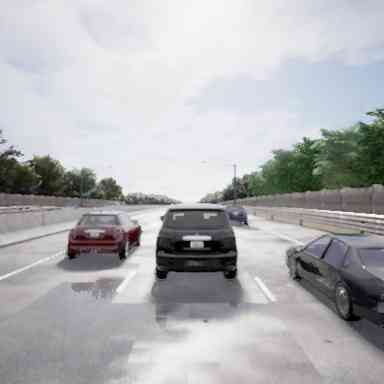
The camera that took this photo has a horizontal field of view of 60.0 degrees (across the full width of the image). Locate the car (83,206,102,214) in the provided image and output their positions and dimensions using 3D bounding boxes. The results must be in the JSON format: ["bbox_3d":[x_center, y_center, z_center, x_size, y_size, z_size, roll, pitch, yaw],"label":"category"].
[{"bbox_3d":[-17.388,3.154,58.204,1.895,1.301,4.718,0,-2,0],"label":"car"}]

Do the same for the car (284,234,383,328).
[{"bbox_3d":[3.614,1.637,7.338,2.033,1.411,5.357,0,-1,0],"label":"car"}]

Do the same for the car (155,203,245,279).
[{"bbox_3d":[0.119,1.366,10.584,2.150,2.045,5.566,0,-1,0],"label":"car"}]

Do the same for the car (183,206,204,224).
[{"bbox_3d":[0.161,2.155,31.997,1.882,1.535,5.008,0,-2,0],"label":"car"}]

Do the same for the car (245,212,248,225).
[{"bbox_3d":[3.655,1.962,29.886,2.097,1.767,4.553,0,-2,0],"label":"car"}]

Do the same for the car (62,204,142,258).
[{"bbox_3d":[-3.377,1.549,13.672,2.097,1.767,4.553,0,-1,0],"label":"car"}]

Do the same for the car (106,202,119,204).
[{"bbox_3d":[-13.893,2.736,57.784,2.150,2.045,5.566,0,-2,0],"label":"car"}]
